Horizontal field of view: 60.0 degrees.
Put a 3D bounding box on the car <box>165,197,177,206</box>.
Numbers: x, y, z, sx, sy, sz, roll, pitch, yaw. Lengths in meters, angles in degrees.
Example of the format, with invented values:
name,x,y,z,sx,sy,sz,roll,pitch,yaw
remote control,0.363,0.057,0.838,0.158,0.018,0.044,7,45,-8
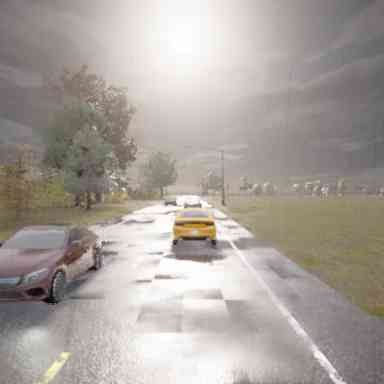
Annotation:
name,x,y,z,sx,sy,sz,roll,pitch,yaw
car,-3.503,1.568,56.139,1.882,1.535,5.008,0,0,0

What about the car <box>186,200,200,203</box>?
name,x,y,z,sx,sy,sz,roll,pitch,yaw
car,0.103,1.543,34.349,2.128,1.511,4.902,0,0,0

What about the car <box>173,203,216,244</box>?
name,x,y,z,sx,sy,sz,roll,pitch,yaw
car,0.111,1.500,16.063,1.882,1.535,5.008,0,0,0

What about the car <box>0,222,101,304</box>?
name,x,y,z,sx,sy,sz,roll,pitch,yaw
car,-3.600,1.537,8.299,1.812,1.442,4.674,0,0,0
